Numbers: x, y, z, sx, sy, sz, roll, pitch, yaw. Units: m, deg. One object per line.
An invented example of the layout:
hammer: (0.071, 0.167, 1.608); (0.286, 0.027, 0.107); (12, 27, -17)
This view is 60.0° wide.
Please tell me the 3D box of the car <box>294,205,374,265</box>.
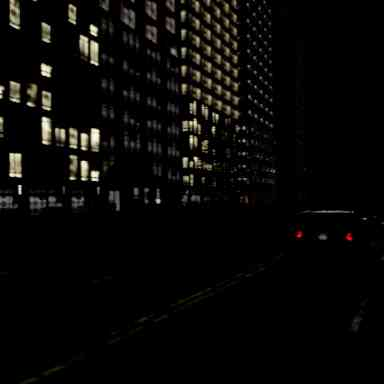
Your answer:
car: (5.533, 1.561, 12.891); (2.097, 1.767, 4.553); (-1, -1, 33)

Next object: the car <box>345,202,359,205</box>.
car: (25.997, 2.336, 53.876); (1.812, 1.442, 4.674); (-1, -1, 31)

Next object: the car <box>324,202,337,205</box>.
car: (23.122, 2.439, 55.392); (1.994, 1.385, 4.181); (-1, -1, 31)

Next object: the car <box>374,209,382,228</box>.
car: (13.636, 1.948, 25.946); (1.994, 1.385, 4.181); (-1, -1, 31)
